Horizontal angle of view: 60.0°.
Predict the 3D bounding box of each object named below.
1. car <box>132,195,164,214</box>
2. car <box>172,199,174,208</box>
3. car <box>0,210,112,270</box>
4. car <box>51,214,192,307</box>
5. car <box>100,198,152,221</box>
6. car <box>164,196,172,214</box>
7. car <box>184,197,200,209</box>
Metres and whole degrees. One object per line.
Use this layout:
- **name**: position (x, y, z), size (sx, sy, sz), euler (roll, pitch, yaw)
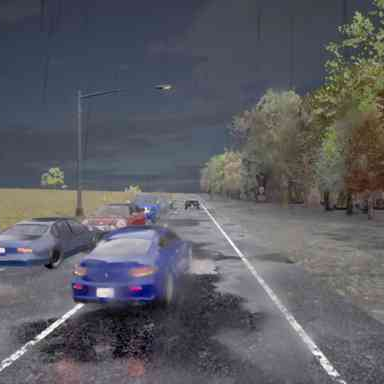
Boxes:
- **car**: position (-3.622, 1.223, 25.223), size (2.150, 2.045, 5.566), euler (0, 0, -1)
- **car**: position (-3.626, 1.347, 45.234), size (2.097, 1.767, 4.553), euler (0, 0, 0)
- **car**: position (-4.690, 1.549, 11.086), size (2.033, 1.411, 5.357), euler (0, 0, 6)
- **car**: position (-1.157, 1.516, 7.946), size (1.812, 1.442, 4.674), euler (-1, 1, 8)
- **car**: position (-3.567, 1.354, 15.864), size (2.097, 1.767, 4.553), euler (0, 0, 6)
- **car**: position (-3.619, 1.351, 35.228), size (2.097, 1.767, 4.553), euler (0, 0, 0)
- **car**: position (0.028, 1.501, 44.312), size (1.837, 1.490, 4.892), euler (0, 0, 0)
